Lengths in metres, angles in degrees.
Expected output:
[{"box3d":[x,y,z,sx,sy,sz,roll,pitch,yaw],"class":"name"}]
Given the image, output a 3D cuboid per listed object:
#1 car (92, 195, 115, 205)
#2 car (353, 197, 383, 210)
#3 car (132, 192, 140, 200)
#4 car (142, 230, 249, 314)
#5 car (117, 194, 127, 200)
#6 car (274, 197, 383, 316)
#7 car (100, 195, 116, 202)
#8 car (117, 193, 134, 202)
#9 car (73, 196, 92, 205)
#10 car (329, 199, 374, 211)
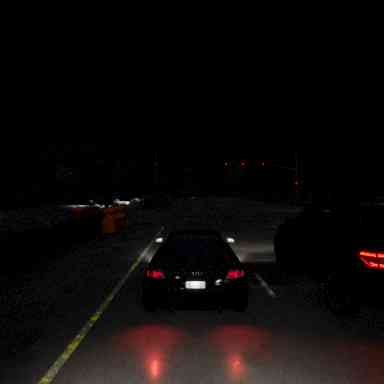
[{"box3d":[-14.337,1.394,54.326,1.994,1.385,4.181,0,0,0],"class":"car"},{"box3d":[22.977,1.395,41.418,4.892,1.490,1.837,1,0,7],"class":"car"},{"box3d":[-14.719,0.913,86.674,2.150,2.045,5.566,0,0,-3],"class":"car"},{"box3d":[0.069,1.563,7.723,1.994,1.385,4.181,0,0,0],"class":"car"},{"box3d":[-18.221,1.188,86.482,1.837,1.490,4.892,0,0,-3],"class":"car"},{"box3d":[3.591,1.221,7.652,2.150,2.045,5.566,0,0,-2],"class":"car"},{"box3d":[-17.845,1.297,71.109,2.033,1.411,5.357,0,0,0],"class":"car"},{"box3d":[-14.346,1.351,71.298,1.895,1.301,4.718,0,0,0],"class":"car"},{"box3d":[-17.841,1.377,54.539,2.033,1.411,5.357,0,0,0],"class":"car"},{"box3d":[18.169,1.471,38.003,4.181,1.385,1.994,0,0,2],"class":"car"}]
